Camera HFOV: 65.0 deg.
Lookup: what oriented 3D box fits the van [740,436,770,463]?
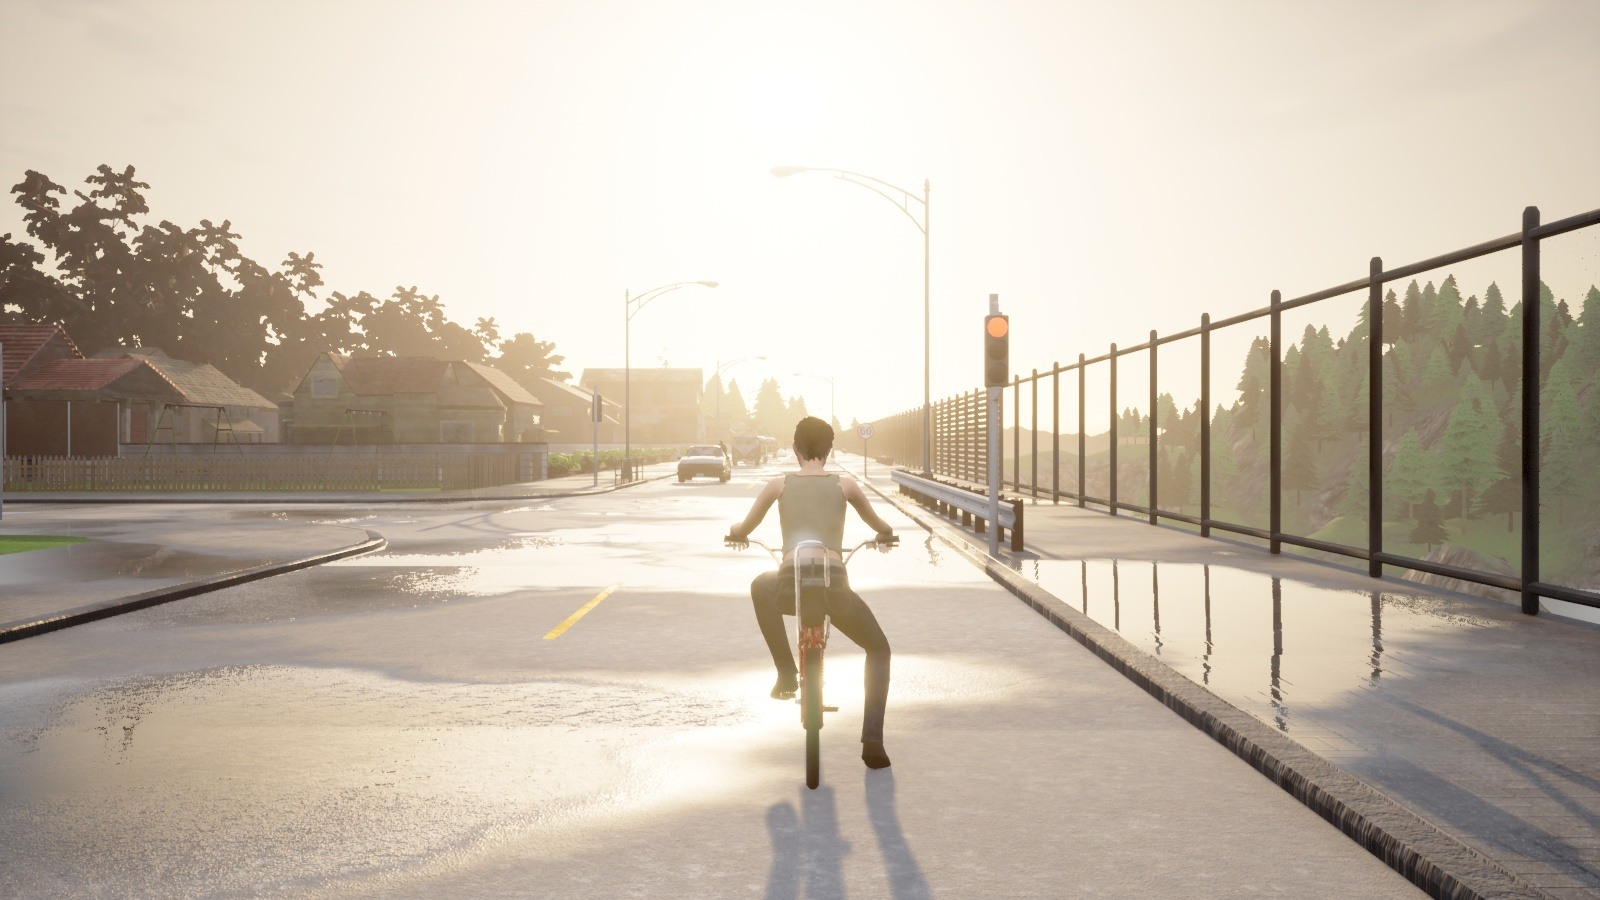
[{"bbox_3d":[-3.420,-0.075,95.981,2.069,2.038,4.480,0,0,0],"label":"van"}]

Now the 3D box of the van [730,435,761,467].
[{"bbox_3d":[-3.500,0.036,81.512,1.775,1.987,4.442,0,0,0],"label":"van"}]

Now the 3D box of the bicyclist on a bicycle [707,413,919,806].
[{"bbox_3d":[0.056,0.650,5.898,0.866,1.612,1.509,0,0,0],"label":"bicyclist on a bicycle"}]

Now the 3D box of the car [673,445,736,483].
[{"bbox_3d":[-3.690,0.513,49.200,2.033,1.411,5.357,0,0,0],"label":"car"}]
